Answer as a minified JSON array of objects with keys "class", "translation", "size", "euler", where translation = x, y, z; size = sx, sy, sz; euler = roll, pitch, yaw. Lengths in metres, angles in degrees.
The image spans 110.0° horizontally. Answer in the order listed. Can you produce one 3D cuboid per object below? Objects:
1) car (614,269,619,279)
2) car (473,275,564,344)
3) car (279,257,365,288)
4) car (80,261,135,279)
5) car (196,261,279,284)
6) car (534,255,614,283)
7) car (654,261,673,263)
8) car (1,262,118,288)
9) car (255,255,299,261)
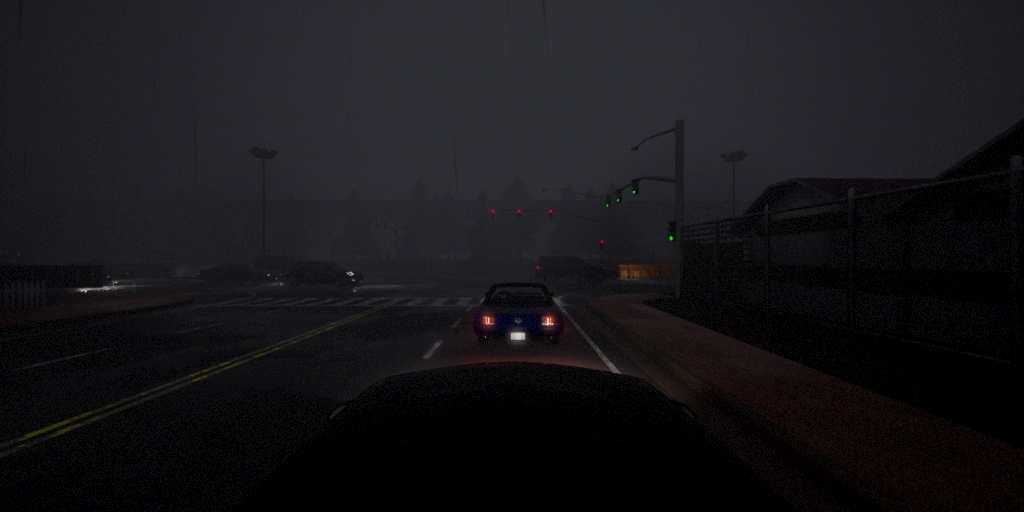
[{"class":"car","translation":[6.789,1.275,30.710],"size":[4.674,1.442,1.812],"euler":[0,0,-1]},{"class":"car","translation":[0.193,1.351,9.541],"size":[1.895,1.301,4.718],"euler":[0,0,2]},{"class":"car","translation":[-12.105,1.101,23.385],"size":[4.553,1.767,2.097],"euler":[0,0,-1]},{"class":"car","translation":[-34.650,1.182,30.019],"size":[4.892,1.490,1.837],"euler":[1,0,-1]},{"class":"car","translation":[-20.257,1.297,26.749],"size":[5.357,1.411,2.033],"euler":[0,0,-1]},{"class":"car","translation":[4.418,0.973,27.160],"size":[5.566,2.045,2.150],"euler":[0,0,-1]},{"class":"car","translation":[17.205,1.275,41.554],"size":[4.674,1.442,1.812],"euler":[0,0,-1]},{"class":"car","translation":[-29.352,1.289,23.101],"size":[5.357,1.411,2.033],"euler":[0,0,-1]},{"class":"car","translation":[-18.822,0.970,30.274],"size":[5.566,2.045,2.150],"euler":[0,0,-1]}]
